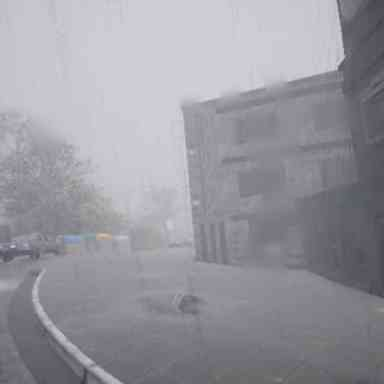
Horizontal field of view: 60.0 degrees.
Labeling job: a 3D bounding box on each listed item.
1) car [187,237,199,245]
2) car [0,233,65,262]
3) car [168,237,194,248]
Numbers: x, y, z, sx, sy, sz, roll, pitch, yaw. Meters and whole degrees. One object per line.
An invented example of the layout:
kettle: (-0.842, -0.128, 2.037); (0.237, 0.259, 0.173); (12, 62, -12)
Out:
car: (0.227, 11.870, 80.617); (2.097, 1.767, 4.553); (-4, -7, -11)
car: (-8.945, 3.051, 18.853); (2.033, 1.411, 5.357); (-5, -7, -4)
car: (-1.519, 6.849, 45.025); (2.033, 1.411, 5.357); (-7, -10, 16)
